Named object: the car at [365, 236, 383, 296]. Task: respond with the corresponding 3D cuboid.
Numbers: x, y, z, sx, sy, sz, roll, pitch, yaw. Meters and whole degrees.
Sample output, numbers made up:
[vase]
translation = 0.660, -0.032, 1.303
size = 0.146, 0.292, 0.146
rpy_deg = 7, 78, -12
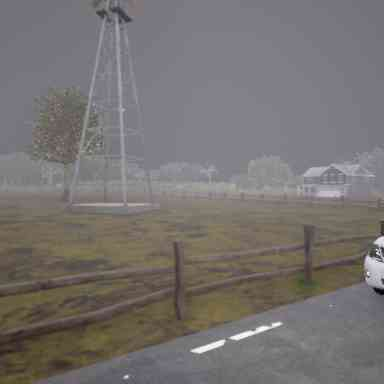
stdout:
[car]
translation = 6.180, 1.221, 7.473
size = 5.566, 2.045, 2.150
rpy_deg = 0, 0, -35
